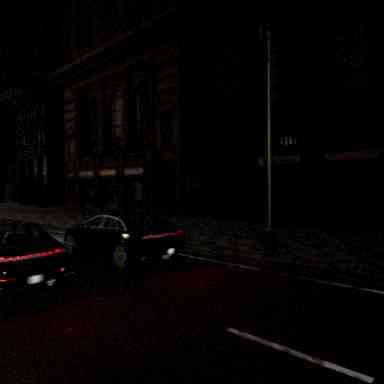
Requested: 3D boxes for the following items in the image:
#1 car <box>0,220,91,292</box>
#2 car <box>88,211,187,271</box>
[{"bbox_3d":[-4.718,1.439,7.997,4.902,1.511,2.128,0,1,44],"label":"car"},{"bbox_3d":[-2.319,1.358,10.545,4.902,1.511,2.128,0,1,44],"label":"car"}]
